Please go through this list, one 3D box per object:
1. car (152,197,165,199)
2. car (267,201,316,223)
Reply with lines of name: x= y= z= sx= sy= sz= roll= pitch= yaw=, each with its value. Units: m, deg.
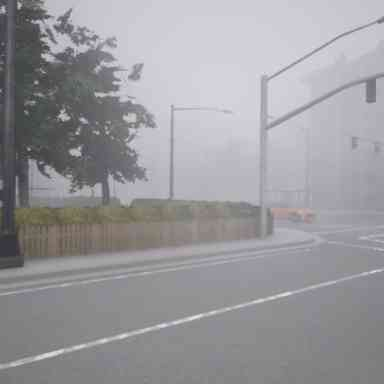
car: x=-5.901 y=1.674 z=55.305 sx=2.097 sy=1.767 sz=4.553 roll=1 pitch=0 yaw=-34
car: x=8.250 y=1.625 z=28.377 sx=2.097 sy=1.767 sz=4.553 roll=1 pitch=0 yaw=-35
